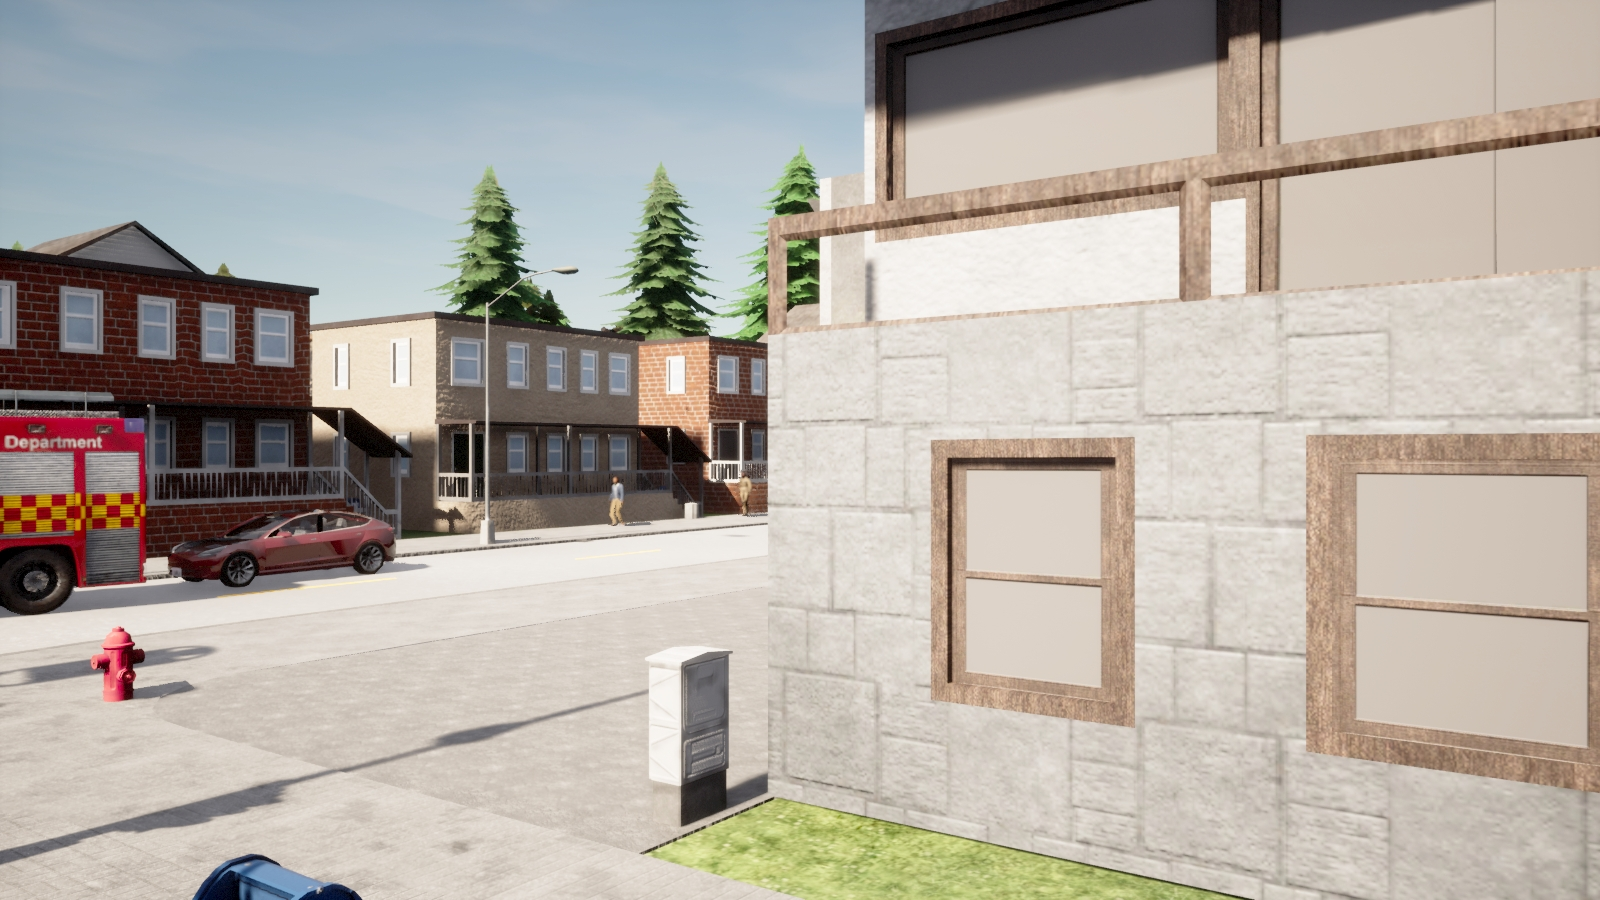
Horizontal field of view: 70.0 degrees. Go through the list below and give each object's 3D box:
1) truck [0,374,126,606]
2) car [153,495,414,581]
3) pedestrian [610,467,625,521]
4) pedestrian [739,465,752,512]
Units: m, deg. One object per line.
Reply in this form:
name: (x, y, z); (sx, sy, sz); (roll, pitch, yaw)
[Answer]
truck: (-15.893, 0.669, 18.148); (2.891, 3.827, 8.468); (0, 0, 44)
car: (-11.203, 1.843, 25.127); (2.163, 1.488, 4.792); (0, 0, 35)
pedestrian: (-6.383, 1.524, 39.982); (0.375, 1.860, 0.375); (0, 0, 35)
pedestrian: (-2.158, 1.524, 45.665); (0.375, 1.860, 0.375); (0, 0, 30)
